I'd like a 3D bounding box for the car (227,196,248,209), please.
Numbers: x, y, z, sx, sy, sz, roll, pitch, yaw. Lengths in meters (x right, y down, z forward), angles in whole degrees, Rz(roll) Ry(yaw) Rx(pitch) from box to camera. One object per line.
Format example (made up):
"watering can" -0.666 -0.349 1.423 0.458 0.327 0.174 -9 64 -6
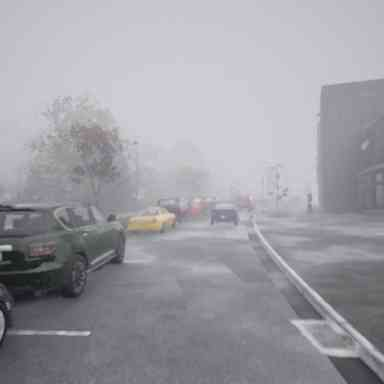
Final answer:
"car" 7.953 1.723 57.413 2.435 2.045 5.566 -2 0 20

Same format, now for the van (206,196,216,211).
"van" 0.963 1.465 36.291 1.878 1.987 4.442 -2 0 13

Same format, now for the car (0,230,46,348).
"car" -3.608 1.483 3.000 2.231 1.521 4.892 -3 0 1

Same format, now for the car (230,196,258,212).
"car" 6.742 1.475 42.573 2.150 2.045 5.566 -1 -1 17

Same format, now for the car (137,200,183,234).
"car" -2.222 1.545 19.900 1.946 1.575 5.366 -2 0 9

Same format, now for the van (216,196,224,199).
"van" 2.404 1.528 41.681 1.878 1.987 4.442 -2 0 14

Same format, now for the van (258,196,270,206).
"van" 15.077 1.946 72.641 1.878 1.987 4.442 -2 0 27

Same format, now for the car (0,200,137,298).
"car" -3.371 1.246 8.621 2.435 2.045 5.566 -3 0 3

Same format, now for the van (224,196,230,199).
"van" 5.935 1.673 52.294 1.878 1.987 4.442 -2 0 19

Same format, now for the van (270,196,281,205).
"van" 19.749 2.047 81.428 1.878 1.987 4.442 -2 0 26

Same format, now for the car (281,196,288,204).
"car" 22.896 2.366 87.126 2.163 1.488 4.792 -2 0 27

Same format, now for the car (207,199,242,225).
"car" 2.538 1.565 25.092 1.882 1.535 5.008 0 -1 10

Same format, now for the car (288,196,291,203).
"car" 25.558 2.388 91.952 2.231 1.521 4.892 -2 0 27

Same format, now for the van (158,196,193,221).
"van" -1.383 1.363 25.356 1.878 1.987 4.442 -2 0 8

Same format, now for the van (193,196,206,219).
"van" -0.304 1.410 30.845 1.878 1.987 4.442 -2 0 13
